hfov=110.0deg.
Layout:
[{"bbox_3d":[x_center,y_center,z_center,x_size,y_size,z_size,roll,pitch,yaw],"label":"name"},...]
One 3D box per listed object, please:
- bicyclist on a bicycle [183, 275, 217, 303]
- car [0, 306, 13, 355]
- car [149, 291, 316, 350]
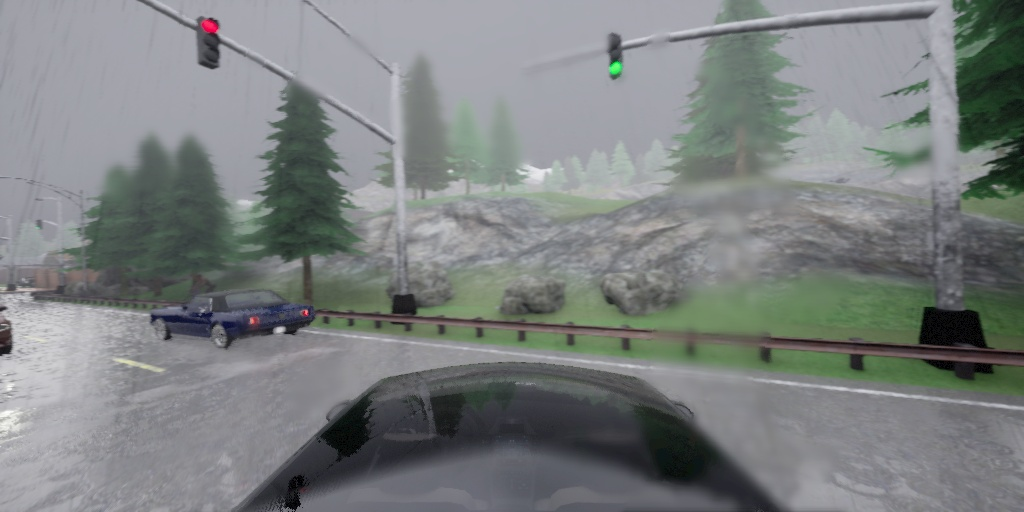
[{"bbox_3d":[-14.637,1.722,17.057,0.582,1.620,1.656,-2,0,28],"label":"bicyclist on a bicycle"},{"bbox_3d":[-14.487,1.752,8.953,5.008,1.535,1.882,-2,0,28],"label":"car"},{"bbox_3d":[-7.805,1.630,9.903,4.718,1.301,1.895,-2,0,25],"label":"car"}]
